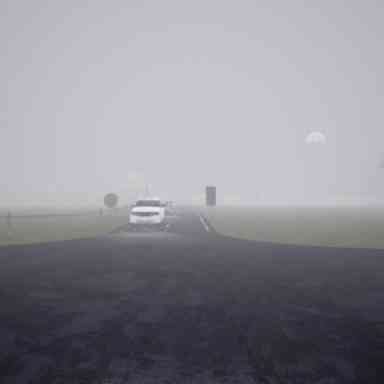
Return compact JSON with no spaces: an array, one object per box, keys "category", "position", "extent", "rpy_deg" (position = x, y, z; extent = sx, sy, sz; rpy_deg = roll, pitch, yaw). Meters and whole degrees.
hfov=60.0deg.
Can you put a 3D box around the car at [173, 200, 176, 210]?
[{"category":"car","position":[-3.619,2.049,53.257],"extent":[1.837,1.490,4.892],"rpy_deg":[0,-1,0]}]

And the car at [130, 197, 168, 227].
[{"category":"car","position":[-3.212,1.444,24.834],"extent":[2.150,2.045,5.566],"rpy_deg":[0,0,-2]}]

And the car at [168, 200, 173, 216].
[{"category":"car","position":[-3.421,1.891,37.843],"extent":[1.812,1.442,4.674],"rpy_deg":[0,-1,-1]}]
